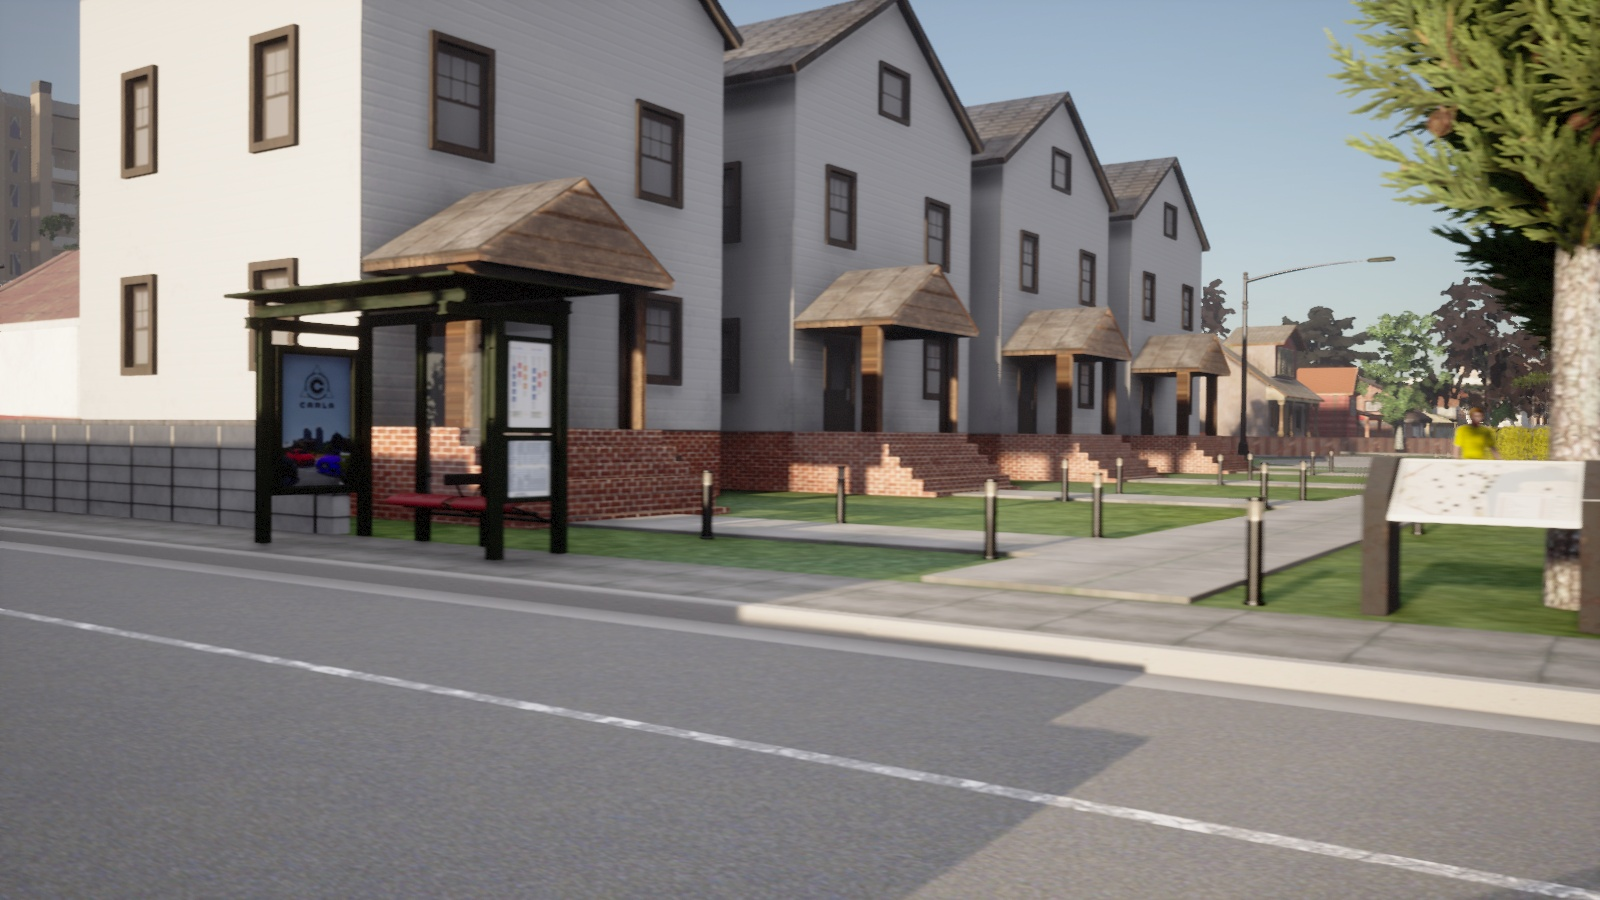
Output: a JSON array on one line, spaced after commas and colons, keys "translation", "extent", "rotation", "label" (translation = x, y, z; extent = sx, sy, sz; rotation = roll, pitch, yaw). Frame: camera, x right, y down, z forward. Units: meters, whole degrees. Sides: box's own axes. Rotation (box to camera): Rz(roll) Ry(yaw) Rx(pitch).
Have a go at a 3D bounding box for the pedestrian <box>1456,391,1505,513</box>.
[{"translation": [10.445, 0.029, 19.296], "extent": [0.354, 1.836, 0.706], "rotation": [-1, 1, -2], "label": "pedestrian"}]
